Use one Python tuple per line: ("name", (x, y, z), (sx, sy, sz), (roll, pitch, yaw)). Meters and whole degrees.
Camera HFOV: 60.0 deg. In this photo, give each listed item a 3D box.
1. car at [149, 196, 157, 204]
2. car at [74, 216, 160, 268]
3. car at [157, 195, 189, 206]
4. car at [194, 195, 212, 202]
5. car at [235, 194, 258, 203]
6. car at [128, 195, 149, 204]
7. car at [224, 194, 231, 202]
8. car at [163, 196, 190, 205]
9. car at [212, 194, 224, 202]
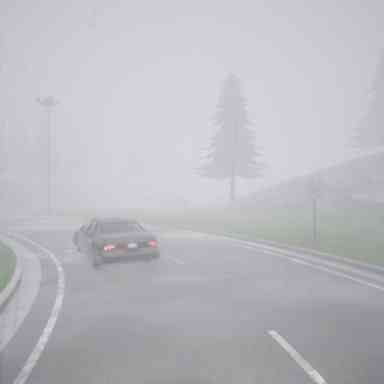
("car", (-4.533, 1.351, 59.194), (4.902, 1.511, 2.128), (0, 0, -39))
("car", (-2.789, 1.531, 11.406), (2.033, 1.411, 5.357), (0, 0, -27))
("car", (-2.664, 1.395, 51.703), (4.674, 1.442, 1.812), (-1, 0, -39))
("car", (2.854, 1.326, 69.703), (5.357, 1.411, 2.033), (0, 0, -39))
("car", (10.083, 1.369, 62.102), (4.718, 1.301, 1.895), (0, 0, -39))
("car", (-9.123, 1.388, 59.945), (4.892, 1.490, 1.837), (-1, 0, -39))
("car", (9.145, 1.118, 65.823), (4.553, 1.767, 2.097), (0, 0, -39))
("car", (-2.622, 1.420, 56.250), (4.181, 1.385, 1.994), (0, 0, -39))
("car", (7.104, 1.120, 68.667), (4.553, 1.767, 2.097), (0, 0, -39))
